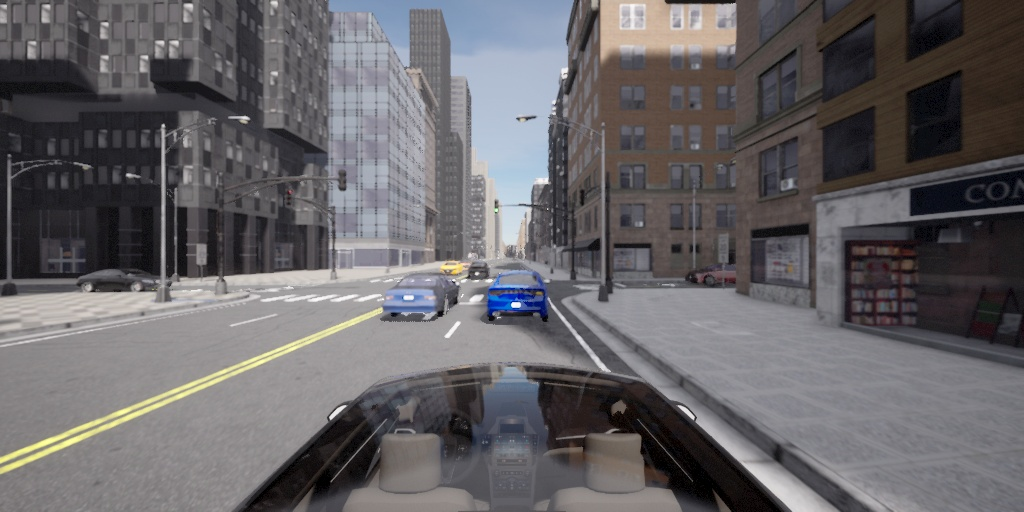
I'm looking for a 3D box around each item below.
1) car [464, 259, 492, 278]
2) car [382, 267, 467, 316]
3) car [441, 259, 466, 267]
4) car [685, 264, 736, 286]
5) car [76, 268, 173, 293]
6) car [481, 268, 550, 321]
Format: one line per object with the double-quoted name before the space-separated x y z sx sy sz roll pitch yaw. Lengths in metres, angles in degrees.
"car" -3.091 1.311 34.235 1.837 1.490 4.892 0 0 0
"car" -3.131 1.317 13.405 2.033 1.411 5.357 0 0 0
"car" -6.525 1.292 38.909 1.882 1.535 5.008 0 0 0
"car" 13.971 1.220 24.056 4.181 1.385 1.994 -1 0 0
"car" -23.565 1.478 21.861 4.674 1.442 1.812 0 0 -1
"car" 0.315 1.246 12.666 1.882 1.535 5.008 0 0 5
